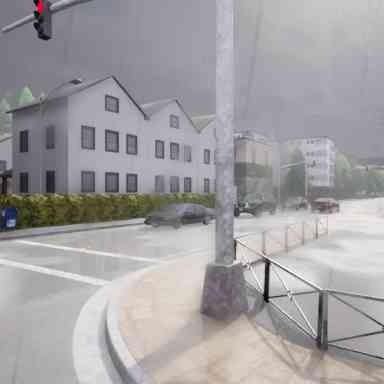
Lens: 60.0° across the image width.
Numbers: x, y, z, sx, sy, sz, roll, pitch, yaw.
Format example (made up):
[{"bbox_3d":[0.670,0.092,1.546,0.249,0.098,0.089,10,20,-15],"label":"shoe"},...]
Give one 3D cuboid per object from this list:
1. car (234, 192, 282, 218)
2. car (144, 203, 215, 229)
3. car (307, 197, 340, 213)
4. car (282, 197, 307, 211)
[{"bbox_3d":[5.464,1.034,28.611,2.150,2.045,5.566,0,0,35],"label":"car"},{"bbox_3d":[-0.499,1.360,20.198,2.033,1.411,5.357,0,0,35],"label":"car"},{"bbox_3d":[13.528,1.289,33.600,1.882,1.535,5.008,0,0,35],"label":"car"},{"bbox_3d":[11.531,1.304,37.094,2.128,1.511,4.902,0,0,36],"label":"car"}]
